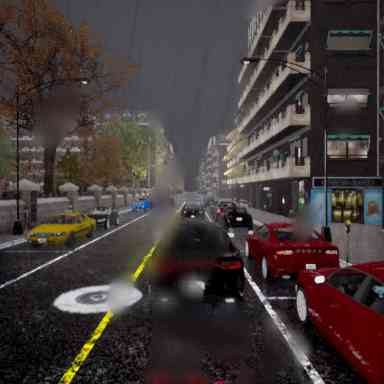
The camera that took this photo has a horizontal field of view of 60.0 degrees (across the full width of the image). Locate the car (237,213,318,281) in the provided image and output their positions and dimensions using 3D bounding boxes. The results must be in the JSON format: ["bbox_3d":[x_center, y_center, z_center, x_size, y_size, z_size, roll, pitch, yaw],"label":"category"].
[{"bbox_3d":[2.677,1.544,9.727,1.887,1.381,4.507,0,0,0],"label":"car"}]

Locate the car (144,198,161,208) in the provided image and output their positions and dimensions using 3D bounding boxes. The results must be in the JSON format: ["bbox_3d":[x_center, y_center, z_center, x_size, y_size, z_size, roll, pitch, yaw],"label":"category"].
[{"bbox_3d":[-5.738,1.558,48.465,2.008,1.369,4.403,0,0,0],"label":"car"}]

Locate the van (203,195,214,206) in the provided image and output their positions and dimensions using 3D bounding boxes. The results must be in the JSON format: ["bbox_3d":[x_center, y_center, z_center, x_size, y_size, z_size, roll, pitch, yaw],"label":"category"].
[{"bbox_3d":[2.636,1.351,54.009,1.690,1.788,3.998,0,0,0],"label":"van"}]

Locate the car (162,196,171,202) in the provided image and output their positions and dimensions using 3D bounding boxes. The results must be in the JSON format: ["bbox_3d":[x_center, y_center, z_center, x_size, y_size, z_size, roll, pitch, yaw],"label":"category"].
[{"bbox_3d":[-5.762,1.602,76.141,1.802,1.307,4.206,0,0,0],"label":"car"}]

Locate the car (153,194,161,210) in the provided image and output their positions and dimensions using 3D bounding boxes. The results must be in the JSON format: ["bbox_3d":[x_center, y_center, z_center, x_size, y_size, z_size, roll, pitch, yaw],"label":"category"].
[{"bbox_3d":[-5.735,1.321,42.930,2.192,1.841,5.009,0,0,0],"label":"car"}]

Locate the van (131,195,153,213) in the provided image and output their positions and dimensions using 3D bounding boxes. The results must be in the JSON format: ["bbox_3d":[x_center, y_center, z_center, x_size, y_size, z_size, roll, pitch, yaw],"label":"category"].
[{"bbox_3d":[-5.729,1.345,37.394,1.690,1.788,3.998,0,0,0],"label":"van"}]

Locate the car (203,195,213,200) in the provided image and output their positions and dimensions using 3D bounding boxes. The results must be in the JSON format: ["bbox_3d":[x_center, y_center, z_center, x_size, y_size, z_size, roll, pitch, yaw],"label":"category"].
[{"bbox_3d":[2.643,1.574,48.473,1.947,1.339,4.313,0,0,0],"label":"car"}]

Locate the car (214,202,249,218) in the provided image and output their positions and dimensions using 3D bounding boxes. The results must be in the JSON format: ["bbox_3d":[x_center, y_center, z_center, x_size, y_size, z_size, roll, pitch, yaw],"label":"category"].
[{"bbox_3d":[2.667,1.567,20.798,1.947,1.339,4.313,0,0,0],"label":"car"}]

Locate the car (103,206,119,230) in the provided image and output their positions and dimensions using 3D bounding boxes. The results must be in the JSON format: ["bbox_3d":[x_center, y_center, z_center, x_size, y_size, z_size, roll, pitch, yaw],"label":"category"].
[{"bbox_3d":[-5.713,1.551,20.790,2.008,1.369,4.403,0,0,0],"label":"car"}]

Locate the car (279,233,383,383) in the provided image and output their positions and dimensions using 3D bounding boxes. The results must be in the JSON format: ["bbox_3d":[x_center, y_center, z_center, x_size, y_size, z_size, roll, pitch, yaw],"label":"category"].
[{"bbox_3d":[2.682,1.544,4.192,1.887,1.381,4.507,0,0,0],"label":"car"}]

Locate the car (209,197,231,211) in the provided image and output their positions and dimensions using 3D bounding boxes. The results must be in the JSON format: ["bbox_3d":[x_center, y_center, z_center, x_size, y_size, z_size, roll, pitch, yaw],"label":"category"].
[{"bbox_3d":[2.661,1.442,26.333,1.967,1.590,4.097,0,0,0],"label":"car"}]

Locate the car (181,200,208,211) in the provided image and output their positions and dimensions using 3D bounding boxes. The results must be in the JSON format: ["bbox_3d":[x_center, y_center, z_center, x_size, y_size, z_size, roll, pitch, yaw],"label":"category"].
[{"bbox_3d":[0.075,1.603,27.944,1.895,1.301,4.718,0,0,0],"label":"car"}]

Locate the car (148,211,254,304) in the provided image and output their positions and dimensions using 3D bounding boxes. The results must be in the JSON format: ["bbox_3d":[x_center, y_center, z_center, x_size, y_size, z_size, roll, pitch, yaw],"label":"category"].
[{"bbox_3d":[0.089,1.477,8.245,1.882,1.535,5.008,0,0,0],"label":"car"}]

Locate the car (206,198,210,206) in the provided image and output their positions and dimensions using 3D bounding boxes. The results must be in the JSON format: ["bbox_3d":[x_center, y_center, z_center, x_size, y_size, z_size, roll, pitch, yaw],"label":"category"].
[{"bbox_3d":[2.657,1.569,31.868,1.947,1.339,4.313,0,0,0],"label":"car"}]

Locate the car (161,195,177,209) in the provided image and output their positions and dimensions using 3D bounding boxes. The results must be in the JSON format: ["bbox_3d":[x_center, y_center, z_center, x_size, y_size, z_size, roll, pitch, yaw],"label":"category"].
[{"bbox_3d":[-3.041,1.561,44.150,1.837,1.490,4.892,0,0,0],"label":"car"}]

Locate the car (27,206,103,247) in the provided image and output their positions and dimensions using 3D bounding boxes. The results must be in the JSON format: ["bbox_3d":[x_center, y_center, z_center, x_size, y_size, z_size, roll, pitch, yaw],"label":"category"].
[{"bbox_3d":[-5.708,1.525,15.084,1.752,1.417,4.829,0,0,0],"label":"car"}]
